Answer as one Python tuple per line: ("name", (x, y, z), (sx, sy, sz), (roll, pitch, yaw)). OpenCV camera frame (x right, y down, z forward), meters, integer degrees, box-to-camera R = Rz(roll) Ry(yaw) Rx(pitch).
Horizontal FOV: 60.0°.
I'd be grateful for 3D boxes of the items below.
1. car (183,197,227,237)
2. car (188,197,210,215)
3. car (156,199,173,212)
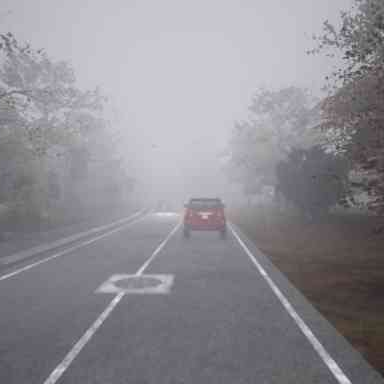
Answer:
("car", (0.692, 1.283, 18.484), (2.150, 2.045, 5.566), (0, 0, 1))
("car", (0.679, 1.486, 35.777), (2.097, 1.767, 4.553), (0, 0, -2))
("car", (-3.404, 1.610, 41.083), (2.128, 1.511, 4.902), (1, 0, -5))
